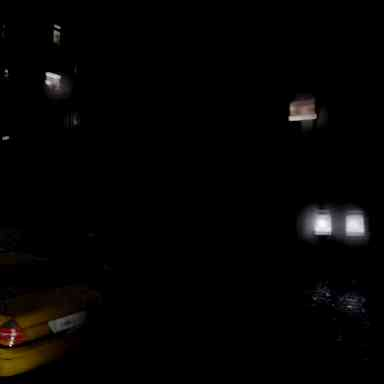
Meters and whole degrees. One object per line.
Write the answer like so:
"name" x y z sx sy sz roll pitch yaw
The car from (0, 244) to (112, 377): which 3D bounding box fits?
"car" -3.346 1.529 5.389 4.829 1.417 1.752 0 -1 37
